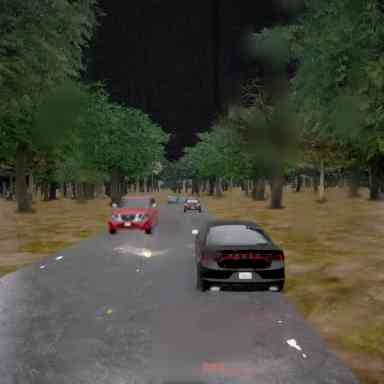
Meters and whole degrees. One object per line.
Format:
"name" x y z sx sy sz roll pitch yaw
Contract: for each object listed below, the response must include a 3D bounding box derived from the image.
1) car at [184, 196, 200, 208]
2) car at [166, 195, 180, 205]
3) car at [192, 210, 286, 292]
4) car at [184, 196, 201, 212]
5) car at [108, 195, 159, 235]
"car" -0.029 1.368 47.170 2.128 1.511 4.902 0 0 0
"car" -3.101 1.338 54.441 1.837 1.490 4.892 0 0 0
"car" 1.036 1.477 8.956 1.882 1.535 5.008 0 0 0
"car" 0.047 1.453 37.048 1.812 1.442 4.674 0 0 0
"car" -3.129 1.208 18.925 2.150 2.045 5.566 0 0 0
